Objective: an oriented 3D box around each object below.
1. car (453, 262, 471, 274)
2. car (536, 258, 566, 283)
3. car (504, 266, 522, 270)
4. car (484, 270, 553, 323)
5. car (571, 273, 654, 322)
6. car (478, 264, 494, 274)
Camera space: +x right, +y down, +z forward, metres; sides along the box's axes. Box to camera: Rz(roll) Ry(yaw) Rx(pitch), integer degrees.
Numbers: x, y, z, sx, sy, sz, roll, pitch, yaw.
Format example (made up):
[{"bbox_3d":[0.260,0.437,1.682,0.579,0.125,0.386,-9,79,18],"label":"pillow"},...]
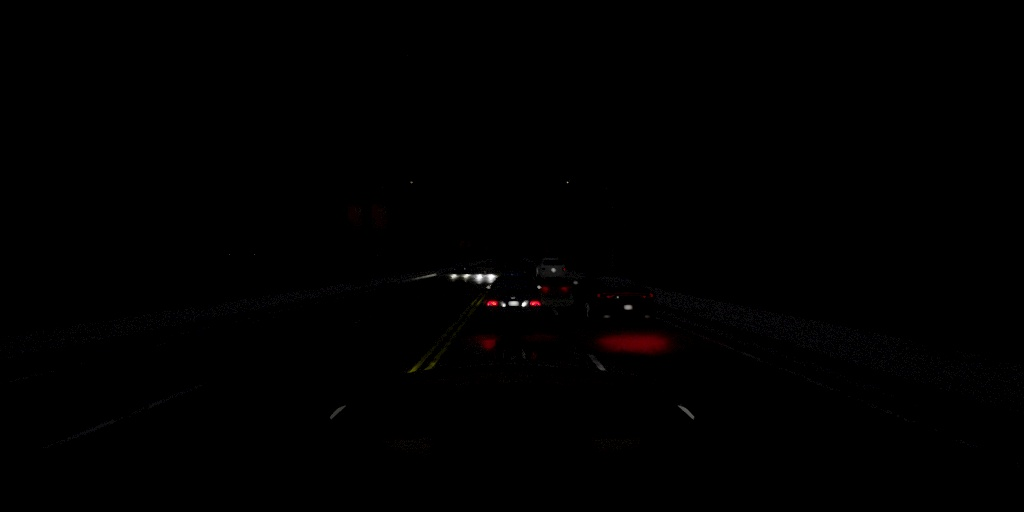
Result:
[{"bbox_3d":[-6.611,1.564,47.358,1.882,1.535,5.008,0,-1,0],"label":"car"},{"bbox_3d":[3.320,1.200,31.302,2.150,2.045,5.566,0,-1,0],"label":"car"},{"bbox_3d":[0.056,1.500,27.455,2.033,1.411,5.357,0,0,0],"label":"car"},{"bbox_3d":[0.063,1.387,12.472,2.033,1.411,5.357,0,0,0],"label":"car"},{"bbox_3d":[3.314,1.318,12.685,1.882,1.535,5.008,0,0,0],"label":"car"},{"bbox_3d":[-3.365,1.683,46.710,1.895,1.301,4.718,0,0,0],"label":"car"}]
